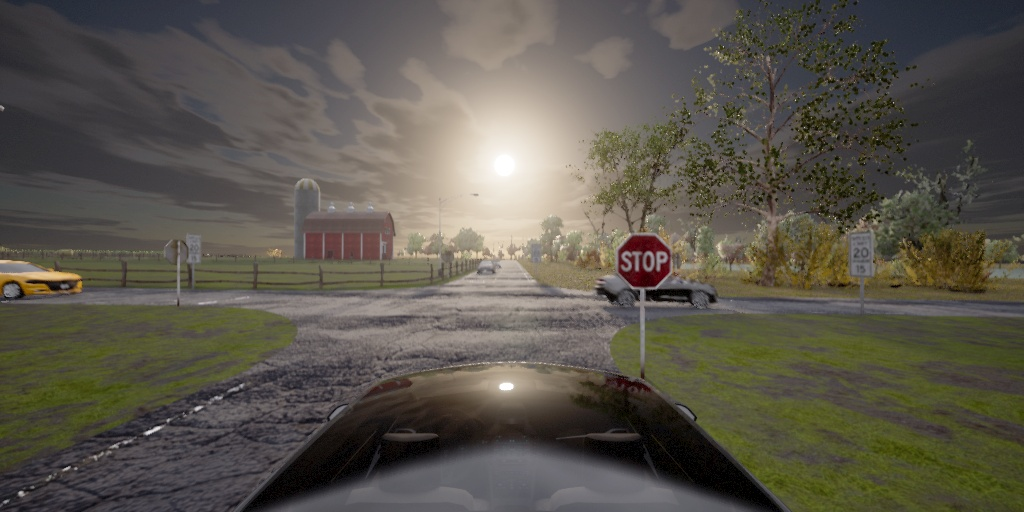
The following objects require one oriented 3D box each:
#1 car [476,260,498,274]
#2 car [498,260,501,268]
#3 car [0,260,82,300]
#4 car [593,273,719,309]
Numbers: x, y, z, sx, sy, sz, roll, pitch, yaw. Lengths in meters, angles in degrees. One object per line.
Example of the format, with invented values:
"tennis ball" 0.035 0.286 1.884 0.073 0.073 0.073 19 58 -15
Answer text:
"car" -2.838 1.240 40.183 1.812 1.442 4.674 0 0 0
"car" -2.801 1.312 58.082 1.895 1.301 4.718 0 0 0
"car" -20.752 0.922 14.639 5.008 1.535 1.882 1 -1 0
"car" 5.846 1.312 14.811 4.902 1.511 2.128 1 -1 0
